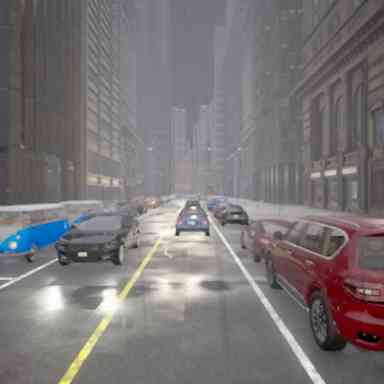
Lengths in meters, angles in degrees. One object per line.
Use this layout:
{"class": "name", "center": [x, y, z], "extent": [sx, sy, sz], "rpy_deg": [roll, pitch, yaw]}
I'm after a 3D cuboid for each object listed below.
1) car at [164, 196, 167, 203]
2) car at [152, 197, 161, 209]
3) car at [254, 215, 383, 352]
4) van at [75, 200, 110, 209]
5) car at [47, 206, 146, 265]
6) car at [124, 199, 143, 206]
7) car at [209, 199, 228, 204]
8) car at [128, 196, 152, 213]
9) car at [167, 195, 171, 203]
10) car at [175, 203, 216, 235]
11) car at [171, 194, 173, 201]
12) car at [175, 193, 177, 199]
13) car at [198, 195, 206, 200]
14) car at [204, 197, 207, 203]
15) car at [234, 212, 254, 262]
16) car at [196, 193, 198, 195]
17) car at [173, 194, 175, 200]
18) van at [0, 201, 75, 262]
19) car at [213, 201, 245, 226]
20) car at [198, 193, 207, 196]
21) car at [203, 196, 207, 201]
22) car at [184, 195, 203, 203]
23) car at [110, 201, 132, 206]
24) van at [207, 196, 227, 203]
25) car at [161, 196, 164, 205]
{"class": "car", "center": [-5.760, 1.566, 56.681], "extent": [1.947, 1.339, 4.313], "rpy_deg": [0, 0, 0]}
{"class": "car", "center": [-5.760, 1.439, 45.444], "extent": [1.967, 1.590, 4.097], "rpy_deg": [0, 0, 0]}
{"class": "car", "center": [2.764, 1.314, 6.130], "extent": [2.192, 1.841, 5.009], "rpy_deg": [0, 0, 0]}
{"class": "van", "center": [-5.761, 1.339, 17.349], "extent": [1.690, 1.788, 3.998], "rpy_deg": [0, 0, 0]}
{"class": "car", "center": [-3.058, 1.476, 11.835], "extent": [1.882, 1.535, 5.008], "rpy_deg": [0, 0, 0]}
{"class": "car", "center": [-5.761, 1.563, 28.587], "extent": [1.947, 1.339, 4.313], "rpy_deg": [0, 0, 0]}
{"class": "car", "center": [2.764, 1.542, 28.604], "extent": [1.887, 1.381, 4.507], "rpy_deg": [0, 0, 0]}
{"class": "car", "center": [-5.760, 1.313, 34.206], "extent": [2.192, 1.841, 5.009], "rpy_deg": [0, 0, 0]}
{"class": "car", "center": [-5.759, 1.527, 67.749], "extent": [1.752, 1.417, 4.829], "rpy_deg": [0, 0, 0]}
{"class": "car", "center": [0.045, 1.545, 18.575], "extent": [2.033, 1.411, 5.357], "rpy_deg": [0, 0, 1]}
{"class": "car", "center": [-5.759, 1.586, 73.538], "extent": [1.802, 1.307, 4.206], "rpy_deg": [0, 0, 0]}
{"class": "car", "center": [-5.759, 1.540, 90.224], "extent": [1.752, 1.417, 4.829], "rpy_deg": [0, 0, 0]}
{"class": "car", "center": [2.766, 1.565, 90.406], "extent": [2.008, 1.369, 4.403], "rpy_deg": [0, 0, 0]}
{"class": "car", "center": [2.765, 1.563, 39.840], "extent": [1.947, 1.339, 4.313], "rpy_deg": [0, 0, 0]}
{"class": "car", "center": [2.764, 1.580, 11.749], "extent": [1.802, 1.307, 4.206], "rpy_deg": [0, 0, 0]}
{"class": "car", "center": [2.766, 1.326, 84.787], "extent": [2.192, 1.841, 5.009], "rpy_deg": [0, 0, 0]}
{"class": "car", "center": [-5.759, 1.590, 79.156], "extent": [1.802, 1.307, 4.206], "rpy_deg": [0, 0, 0]}
{"class": "van", "center": [-5.761, 1.339, 11.731], "extent": [1.690, 1.788, 3.998], "rpy_deg": [0, 0, 0]}
{"class": "car", "center": [2.764, 1.563, 22.985], "extent": [1.947, 1.339, 4.313], "rpy_deg": [0, 0, 0]}
{"class": "car", "center": [2.766, 1.532, 79.339], "extent": [1.752, 1.417, 4.829], "rpy_deg": [0, 0, 0]}
{"class": "car", "center": [2.765, 1.580, 45.459], "extent": [1.802, 1.307, 4.206], "rpy_deg": [0, 0, 0]}
{"class": "car", "center": [0.099, 1.504, 43.423], "extent": [1.837, 1.490, 4.892], "rpy_deg": [0, 0, 0]}
{"class": "car", "center": [-5.761, 1.548, 22.969], "extent": [2.008, 1.369, 4.403], "rpy_deg": [0, 0, 0]}
{"class": "van", "center": [2.765, 1.338, 34.222], "extent": [1.690, 1.788, 3.998], "rpy_deg": [0, 0, 0]}
{"class": "car", "center": [-5.760, 1.544, 51.062], "extent": [1.887, 1.381, 4.507], "rpy_deg": [0, 0, 0]}
